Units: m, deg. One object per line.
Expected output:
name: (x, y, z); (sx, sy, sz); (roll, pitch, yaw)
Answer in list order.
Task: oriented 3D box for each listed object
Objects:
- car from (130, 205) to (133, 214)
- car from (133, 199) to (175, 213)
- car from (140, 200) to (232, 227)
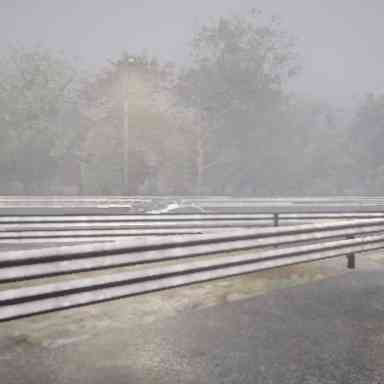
car: (-1.847, 1.214, 24.393); (5.357, 1.411, 2.033); (0, 1, -14)
car: (-1.013, 1.229, 20.993); (4.902, 1.511, 2.128); (0, 1, -14)
car: (-0.174, 1.333, 17.598); (4.674, 1.442, 1.812); (0, 1, -14)
